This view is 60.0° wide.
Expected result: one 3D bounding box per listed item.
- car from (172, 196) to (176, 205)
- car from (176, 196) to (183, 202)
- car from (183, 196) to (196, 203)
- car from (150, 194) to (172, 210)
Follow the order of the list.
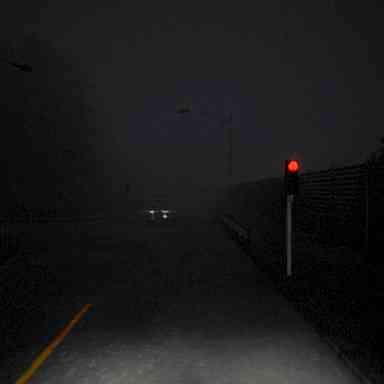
[{"bbox_3d":[-4.248,1.352,56.054,2.097,1.767,4.553,0,0,0],"label":"car"},{"bbox_3d":[-4.295,1.540,77.394,5.357,1.411,2.033,0,0,40],"label":"car"},{"bbox_3d":[-0.345,1.505,67.908,1.837,1.490,4.892,0,0,-5],"label":"car"},{"bbox_3d":[-4.229,1.221,43.984,2.150,2.045,5.566,0,0,0],"label":"car"}]
